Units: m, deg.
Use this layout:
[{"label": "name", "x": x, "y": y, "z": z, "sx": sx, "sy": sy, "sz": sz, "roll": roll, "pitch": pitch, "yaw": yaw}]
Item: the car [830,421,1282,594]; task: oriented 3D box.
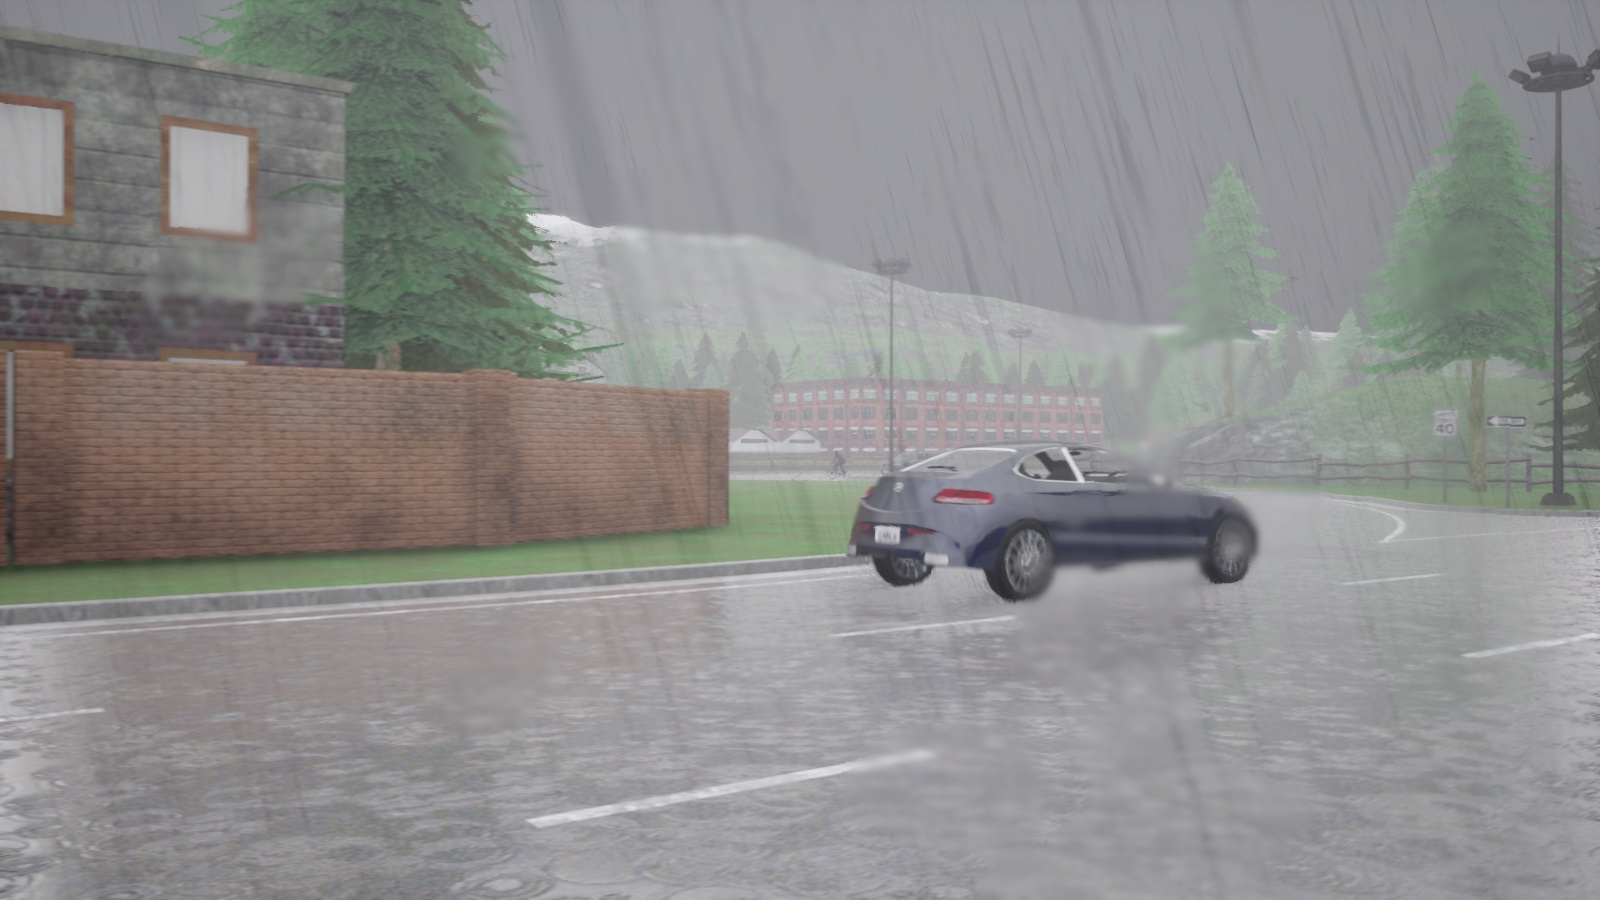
[{"label": "car", "x": 3.012, "y": 0.552, "z": 14.285, "sx": 5.027, "sy": 1.651, "sz": 2.152, "roll": 0, "pitch": 0, "yaw": -35}]

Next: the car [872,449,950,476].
[{"label": "car", "x": 7.159, "y": 0.772, "z": 80.646, "sx": 4.611, "sy": 1.667, "sz": 2.242, "roll": 0, "pitch": 0, "yaw": -35}]
